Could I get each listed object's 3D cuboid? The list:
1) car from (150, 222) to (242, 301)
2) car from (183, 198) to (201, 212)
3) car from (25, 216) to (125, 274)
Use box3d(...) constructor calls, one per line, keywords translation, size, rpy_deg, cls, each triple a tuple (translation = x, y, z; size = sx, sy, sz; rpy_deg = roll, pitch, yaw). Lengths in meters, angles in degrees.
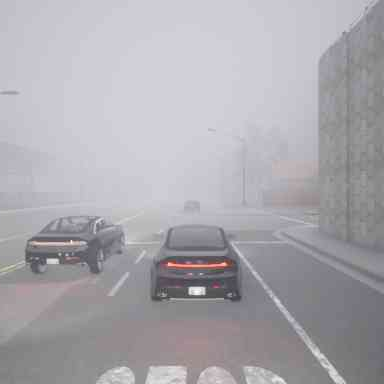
box3d(translation=(0.084, 1.505, 8.311), size=(1.837, 1.490, 4.892), rpy_deg=(0, 0, 0), cls="car")
box3d(translation=(0.021, 1.491, 39.239), size=(2.128, 1.511, 4.902), rpy_deg=(0, 0, 0), cls="car")
box3d(translation=(-3.421, 1.491, 10.581), size=(2.128, 1.511, 4.902), rpy_deg=(0, 0, 0), cls="car")
